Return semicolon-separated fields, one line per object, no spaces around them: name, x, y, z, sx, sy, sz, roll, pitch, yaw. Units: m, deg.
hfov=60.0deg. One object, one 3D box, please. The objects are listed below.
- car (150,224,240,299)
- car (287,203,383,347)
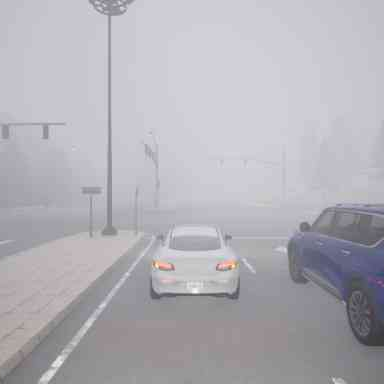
car;0.062;1.526;8.300;1.812;1.442;4.674;0;0;0
car;3.553;1.221;6.454;2.150;2.045;5.566;0;0;1
